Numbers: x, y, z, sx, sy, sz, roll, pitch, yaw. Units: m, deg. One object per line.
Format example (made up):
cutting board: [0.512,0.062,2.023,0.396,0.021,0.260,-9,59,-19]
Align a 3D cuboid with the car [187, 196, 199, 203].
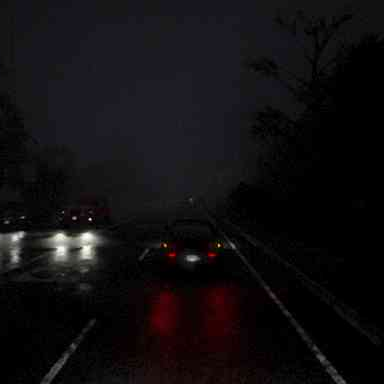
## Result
car: [0.253,1.928,84.705,2.097,1.767,4.553,0,-1,15]

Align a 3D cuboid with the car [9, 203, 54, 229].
car: [-10.667,1.496,21.616,2.128,1.511,4.902,0,0,-1]

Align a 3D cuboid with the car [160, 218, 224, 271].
car: [-0.004,1.561,10.891,1.812,1.442,4.674,0,0,0]

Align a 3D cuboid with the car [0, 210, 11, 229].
car: [-7.090,1.452,8.605,1.882,1.535,5.008,0,0,0]

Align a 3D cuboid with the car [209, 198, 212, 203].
car: [3.774,2.154,84.375,2.033,1.411,5.357,0,-1,15]

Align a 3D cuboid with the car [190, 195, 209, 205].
car: [1.687,1.759,74.016,2.150,2.045,5.566,0,-1,10]

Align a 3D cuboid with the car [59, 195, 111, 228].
car: [-7.172,1.259,23.001,2.150,2.045,5.566,0,-1,0]

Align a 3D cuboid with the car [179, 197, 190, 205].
car: [-1.752,2.044,74.725,2.128,1.511,4.902,0,-1,10]
